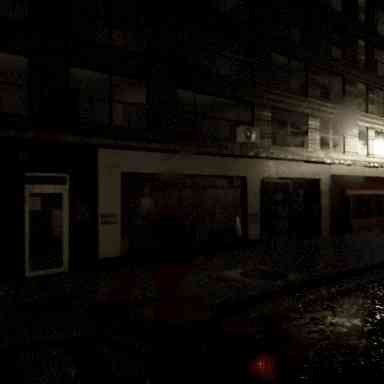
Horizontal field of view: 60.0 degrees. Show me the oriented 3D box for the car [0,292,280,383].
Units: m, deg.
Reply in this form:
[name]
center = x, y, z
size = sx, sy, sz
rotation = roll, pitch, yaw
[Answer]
[car]
center = -1.783, 1.549, 2.106
size = 5.357, 1.411, 2.033
rotation = 0, 0, -36
